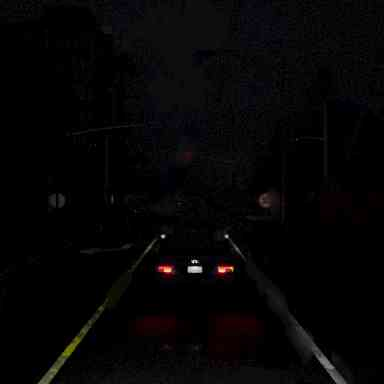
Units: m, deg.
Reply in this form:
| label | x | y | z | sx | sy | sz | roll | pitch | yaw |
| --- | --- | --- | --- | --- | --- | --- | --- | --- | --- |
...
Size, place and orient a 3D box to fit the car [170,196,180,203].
| label | x | y | z | sx | sy | sz | roll | pitch | yaw |
| --- | --- | --- | --- | --- | --- | --- | --- | --- | --- |
| car | -3.395 | 1.503 | 67.863 | 1.837 | 1.490 | 4.892 | 0 | 0 | 0 |

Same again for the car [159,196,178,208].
| label | x | y | z | sx | sy | sz | roll | pitch | yaw |
| --- | --- | --- | --- | --- | --- | --- | --- | --- | --- |
| car | -3.510 | 1.546 | 47.418 | 2.033 | 1.411 | 5.357 | 0 | 0 | 0 |

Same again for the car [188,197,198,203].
| label | x | y | z | sx | sy | sz | roll | pitch | yaw |
| --- | --- | --- | --- | --- | --- | --- | --- | --- | --- |
| car | 0.219 | 1.598 | 69.713 | 1.895 | 1.301 | 4.718 | 0 | 0 | 0 |

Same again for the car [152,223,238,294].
| label | x | y | z | sx | sy | sz | roll | pitch | yaw |
| --- | --- | --- | --- | --- | --- | --- | --- | --- | --- |
| car | 0.074 | 1.547 | 8.941 | 2.033 | 1.411 | 5.357 | 0 | 0 | 0 |

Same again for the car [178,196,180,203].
| label | x | y | z | sx | sy | sz | roll | pitch | yaw |
| --- | --- | --- | --- | --- | --- | --- | --- | --- | --- |
| car | -3.480 | 1.503 | 57.484 | 1.837 | 1.490 | 4.892 | 0 | 0 | 0 |
